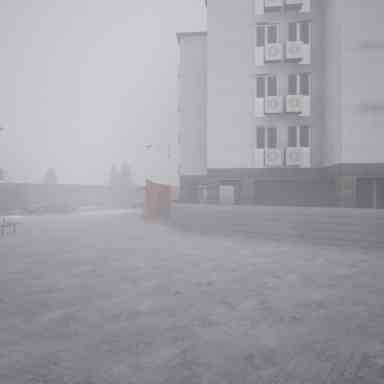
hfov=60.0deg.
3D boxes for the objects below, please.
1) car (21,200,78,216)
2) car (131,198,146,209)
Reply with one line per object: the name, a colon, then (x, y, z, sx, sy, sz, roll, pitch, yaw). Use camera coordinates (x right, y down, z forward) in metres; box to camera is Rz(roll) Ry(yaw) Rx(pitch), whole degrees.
car: (-14.135, 1.547, 33.379, 2.033, 1.411, 5.357, 0, 0, 36)
car: (-6.014, 1.478, 44.710, 1.882, 1.535, 5.008, 0, 1, 36)
